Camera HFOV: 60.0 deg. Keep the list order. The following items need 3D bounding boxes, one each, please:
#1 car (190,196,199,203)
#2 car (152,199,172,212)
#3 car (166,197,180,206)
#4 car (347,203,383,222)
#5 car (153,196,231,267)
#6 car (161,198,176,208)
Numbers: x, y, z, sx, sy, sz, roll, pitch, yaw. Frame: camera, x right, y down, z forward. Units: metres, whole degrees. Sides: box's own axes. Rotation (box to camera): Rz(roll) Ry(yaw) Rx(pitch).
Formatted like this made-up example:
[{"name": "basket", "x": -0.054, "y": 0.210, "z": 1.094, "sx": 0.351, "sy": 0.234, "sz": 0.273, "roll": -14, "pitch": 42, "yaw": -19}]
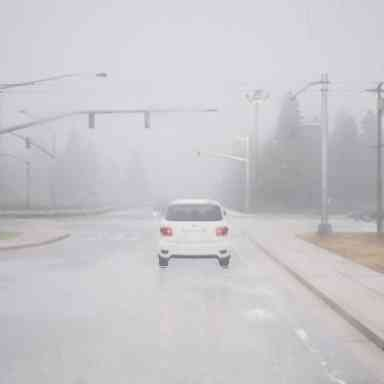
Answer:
[{"name": "car", "x": 0.677, "y": 1.728, "z": 79.955, "sx": 2.128, "sy": 1.511, "sz": 4.902, "roll": 0, "pitch": 0, "yaw": 2}, {"name": "car", "x": -3.589, "y": 1.651, "z": 40.862, "sx": 2.033, "sy": 1.411, "sz": 5.357, "roll": 0, "pitch": 0, "yaw": 0}, {"name": "car", "x": -3.428, "y": 1.647, "z": 61.314, "sx": 2.128, "sy": 1.511, "sz": 4.902, "roll": 0, "pitch": 0, "yaw": 1}, {"name": "car", "x": 14.937, "y": 1.586, "z": 26.412, "sx": 4.902, "sy": 1.511, "sz": 2.128, "roll": 0, "pitch": 0, "yaw": 1}, {"name": "car", "x": 0.066, "y": 1.252, "z": 11.713, "sx": 2.150, "sy": 2.045, "sz": 5.566, "roll": 0, "pitch": 0, "yaw": 0}, {"name": "car", "x": -3.561, "y": 1.634, "z": 51.049, "sx": 1.837, "sy": 1.490, "sz": 4.892, "roll": 0, "pitch": 0, "yaw": 0}]
